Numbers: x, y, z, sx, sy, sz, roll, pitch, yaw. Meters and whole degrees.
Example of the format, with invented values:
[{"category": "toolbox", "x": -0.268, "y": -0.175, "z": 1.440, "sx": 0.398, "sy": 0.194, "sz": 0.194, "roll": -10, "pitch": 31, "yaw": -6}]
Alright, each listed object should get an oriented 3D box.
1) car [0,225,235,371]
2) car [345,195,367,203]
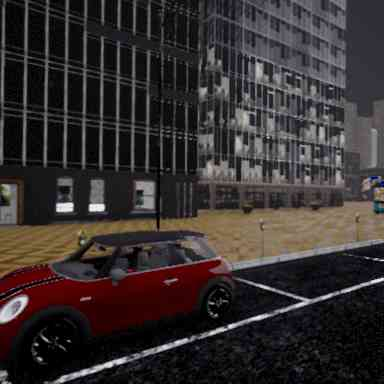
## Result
[{"category": "car", "x": -1.272, "y": 1.443, "z": 5.643, "sx": 4.097, "sy": 1.590, "sz": 1.967, "roll": 0, "pitch": 1, "yaw": -35}, {"category": "car", "x": 39.828, "y": 1.604, "z": 80.698, "sx": 2.192, "sy": 1.841, "sz": 5.009, "roll": 1, "pitch": -1, "yaw": -35}]
